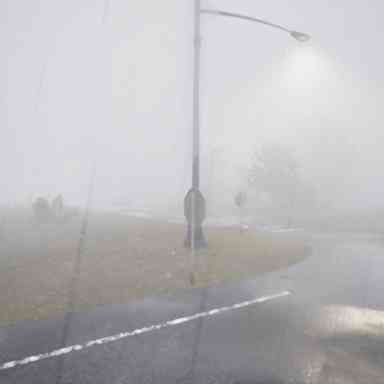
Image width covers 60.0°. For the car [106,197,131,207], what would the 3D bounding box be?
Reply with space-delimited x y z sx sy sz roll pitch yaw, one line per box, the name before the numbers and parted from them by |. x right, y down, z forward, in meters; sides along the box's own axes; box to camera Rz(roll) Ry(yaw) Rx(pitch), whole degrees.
car | -11.138 1.566 51.975 2.128 1.511 4.902 1 0 -33

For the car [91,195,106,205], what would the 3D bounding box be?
car | -16.848 1.410 60.492 2.097 1.767 4.553 1 0 -34
